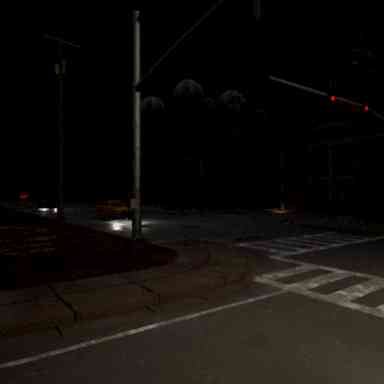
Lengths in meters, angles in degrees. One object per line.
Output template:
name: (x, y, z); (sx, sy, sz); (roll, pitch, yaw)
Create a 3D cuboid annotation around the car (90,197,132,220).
car: (-6.468, 1.446, 27.801); (1.882, 1.535, 5.008); (0, 0, -37)

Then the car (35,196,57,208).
car: (-20.058, 1.488, 46.232); (1.812, 1.442, 4.674); (0, 0, -36)

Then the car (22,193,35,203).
car: (-34.280, 1.442, 71.286); (1.882, 1.535, 5.008); (0, 0, -37)

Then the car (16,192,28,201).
car: (-40.489, 1.080, 79.646); (2.150, 2.045, 5.566); (0, 0, -37)

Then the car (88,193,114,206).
car: (-13.784, 1.110, 50.669); (3.866, 1.878, 1.905); (-2, 5, 11)
